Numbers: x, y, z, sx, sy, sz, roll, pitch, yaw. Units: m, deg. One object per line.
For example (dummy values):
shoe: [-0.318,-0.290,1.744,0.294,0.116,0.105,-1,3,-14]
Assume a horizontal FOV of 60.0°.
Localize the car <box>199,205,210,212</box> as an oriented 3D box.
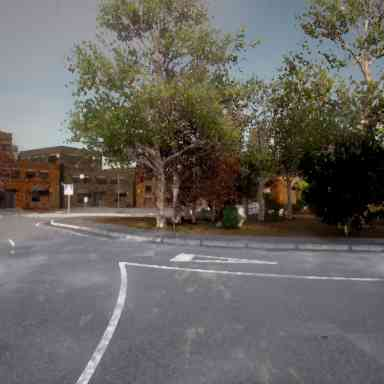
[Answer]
car: [3.882,4.663,93.764,2.435,2.045,5.566,0,-2,26]
